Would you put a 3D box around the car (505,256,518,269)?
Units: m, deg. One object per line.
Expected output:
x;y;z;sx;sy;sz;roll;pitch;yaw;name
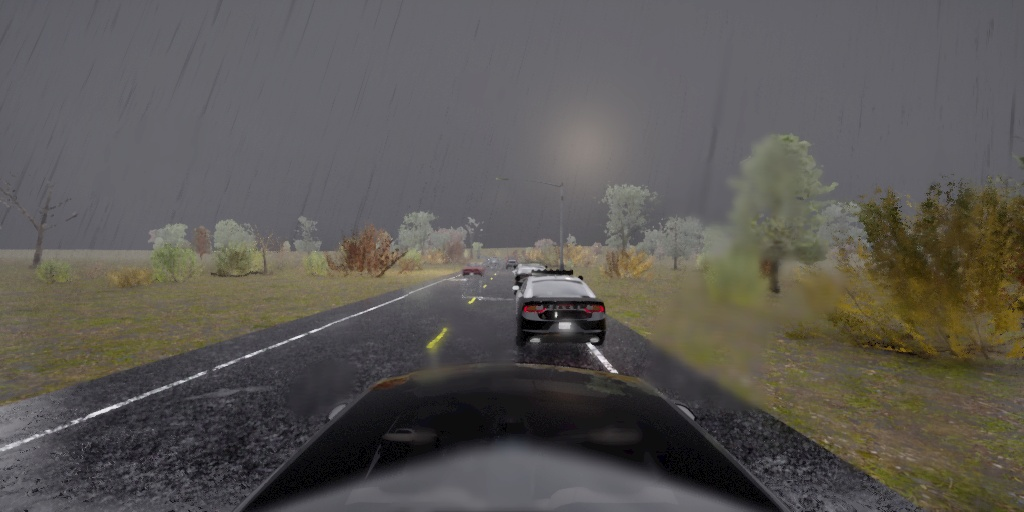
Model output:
0.045;1.165;52.623;1.837;1.490;4.892;0;0;0;car

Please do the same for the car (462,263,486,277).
-3.609;1.307;34.331;1.895;1.301;4.718;0;0;0;car

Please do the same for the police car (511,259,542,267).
1.045;1.159;19.557;1.930;1.638;5.238;0;0;0;police car

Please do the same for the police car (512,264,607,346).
1.048;1.170;9.555;1.930;1.638;5.238;0;0;0;police car
